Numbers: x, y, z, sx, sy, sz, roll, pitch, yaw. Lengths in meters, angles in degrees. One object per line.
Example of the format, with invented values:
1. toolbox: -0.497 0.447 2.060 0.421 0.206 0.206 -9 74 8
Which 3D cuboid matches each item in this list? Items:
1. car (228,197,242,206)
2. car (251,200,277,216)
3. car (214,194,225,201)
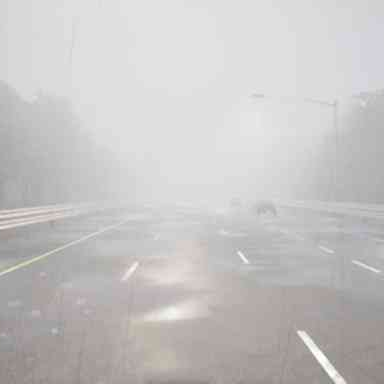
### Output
1. car: 7.168 1.594 55.752 2.033 1.411 5.357 0 0 0
2. car: 7.059 1.528 33.022 1.837 1.490 4.892 0 0 0
3. car: 7.398 1.427 85.862 2.097 1.767 4.553 0 0 1
